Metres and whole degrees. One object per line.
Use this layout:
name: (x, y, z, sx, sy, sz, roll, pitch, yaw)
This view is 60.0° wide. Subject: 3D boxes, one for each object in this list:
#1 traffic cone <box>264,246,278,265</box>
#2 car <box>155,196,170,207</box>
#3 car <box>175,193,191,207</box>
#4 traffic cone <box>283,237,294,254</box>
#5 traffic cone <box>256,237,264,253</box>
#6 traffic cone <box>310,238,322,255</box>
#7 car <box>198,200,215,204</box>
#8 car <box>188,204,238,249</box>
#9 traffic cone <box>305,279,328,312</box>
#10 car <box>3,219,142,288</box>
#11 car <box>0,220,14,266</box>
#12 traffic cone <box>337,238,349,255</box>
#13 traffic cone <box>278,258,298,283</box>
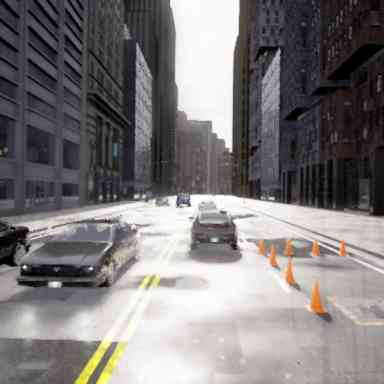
traffic cone: (2.543, 1.980, 10.461, 0.340, 0.580, 0.340, 1, 0, 2)
car: (-4.543, 1.434, 51.191, 2.128, 1.511, 4.902, 1, 0, 2)
car: (-1.280, 1.208, 51.362, 2.150, 2.045, 5.566, 1, 0, 2)
traffic cone: (3.608, 1.994, 12.427, 0.340, 0.580, 0.340, 1, 0, 2)
traffic cone: (2.609, 1.981, 12.460, 0.340, 0.580, 0.340, 1, 0, 2)
traffic cone: (4.607, 2.007, 12.394, 0.340, 0.580, 0.340, 1, 0, 2)
car: (1.525, 1.542, 32.992, 1.812, 1.442, 4.674, 1, 0, 2)
car: (0.916, 1.508, 14.598, 1.837, 1.490, 4.892, 1, 0, 2)
traffic cone: (2.410, 1.980, 6.463, 0.340, 0.580, 0.340, 1, 0, 2)
car: (-2.706, 1.504, 9.433, 2.033, 1.411, 5.357, 1, 0, 2)
car: (-5.995, 1.391, 8.274, 1.882, 1.535, 5.008, 1, 0, 2)
traffic cone: (5.607, 2.021, 12.360, 0.340, 0.580, 0.340, 1, 0, 2)
traffic cone: (2.476, 1.980, 8.462, 0.340, 0.580, 0.340, 1, 0, 2)
